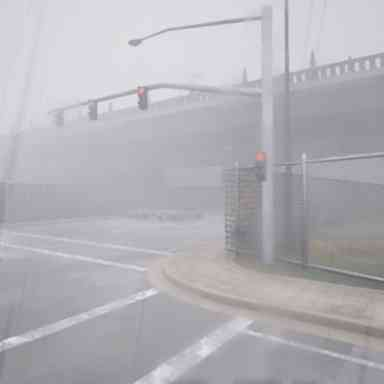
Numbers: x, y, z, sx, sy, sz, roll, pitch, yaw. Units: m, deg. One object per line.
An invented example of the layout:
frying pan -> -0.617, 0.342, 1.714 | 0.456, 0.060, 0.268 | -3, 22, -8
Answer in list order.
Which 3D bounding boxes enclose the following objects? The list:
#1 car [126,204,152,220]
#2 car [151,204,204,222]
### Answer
car -> -3.844, 1.804, 30.628 | 1.895, 1.301, 4.718 | -1, 0, 35
car -> -0.998, 1.779, 28.590 | 1.895, 1.301, 4.718 | -1, 0, 35
